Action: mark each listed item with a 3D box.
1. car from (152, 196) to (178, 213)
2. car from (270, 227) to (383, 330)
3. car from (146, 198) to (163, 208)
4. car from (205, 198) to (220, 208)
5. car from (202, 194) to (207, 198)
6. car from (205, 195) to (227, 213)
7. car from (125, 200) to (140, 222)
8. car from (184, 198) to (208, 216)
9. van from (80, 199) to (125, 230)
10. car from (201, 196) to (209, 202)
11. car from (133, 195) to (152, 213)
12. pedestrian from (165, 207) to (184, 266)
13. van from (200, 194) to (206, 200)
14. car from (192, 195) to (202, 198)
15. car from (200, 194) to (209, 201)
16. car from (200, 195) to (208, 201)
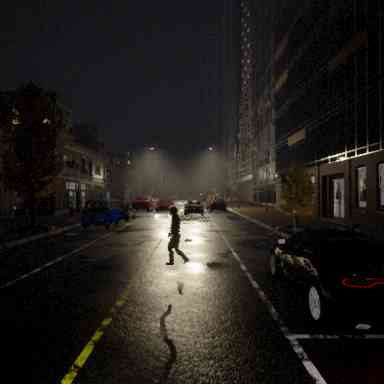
[{"bbox_3d":[-2.948,1.485,36.917,1.882,1.535,5.008,0,0,0],"label":"car"},{"bbox_3d":[3.030,1.479,7.104,1.882,1.535,5.008,0,0,0],"label":"car"},{"bbox_3d":[-5.478,1.561,48.971,2.008,1.369,4.403,1,0,0],"label":"car"},{"bbox_3d":[2.902,1.576,48.881,1.947,1.339,4.313,1,0,0],"label":"car"},{"bbox_3d":[2.882,1.324,43.237,2.192,1.841,5.009,1,0,0],"label":"car"},{"bbox_3d":[2.857,1.448,37.594,1.967,1.590,4.097,1,0,0],"label":"car"},{"bbox_3d":[-5.571,1.587,26.396,1.802,1.307,4.206,1,0,0],"label":"car"},{"bbox_3d":[0.219,1.554,32.464,2.033,1.411,5.357,0,0,0],"label":"car"},{"bbox_3d":[-5.590,1.345,20.751,1.690,1.788,3.998,1,0,0],"label":"van"},{"bbox_3d":[3.021,1.603,77.101,1.802,1.307,4.206,1,0,0],"label":"car"},{"bbox_3d":[-5.520,1.323,37.684,2.192,1.841,5.009,1,0,0],"label":"car"},{"bbox_3d":[-0.527,1.296,10.137,0.375,1.860,0.375,1,-1,0],"label":"pedestrian"},{"bbox_3d":[3.061,1.369,94.034,1.690,1.788,3.998,1,0,0],"label":"van"},{"bbox_3d":[0.244,1.514,45.704,1.837,1.490,4.892,0,0,1],"label":"car"},{"bbox_3d":[3.053,1.338,82.745,2.192,1.841,5.009,1,0,0],"label":"car"},{"bbox_3d":[3.048,1.576,88.389,2.008,1.369,4.403,1,0,0],"label":"car"}]
